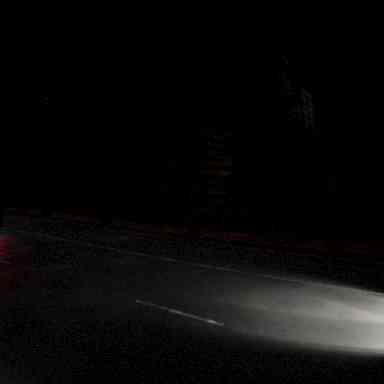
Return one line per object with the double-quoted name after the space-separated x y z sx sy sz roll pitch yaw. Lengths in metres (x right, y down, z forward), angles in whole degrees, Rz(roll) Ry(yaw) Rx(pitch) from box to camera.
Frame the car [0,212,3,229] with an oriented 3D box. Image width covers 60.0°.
-11.063 1.111 16.202 4.892 1.490 1.837 2 1 36 "car"
